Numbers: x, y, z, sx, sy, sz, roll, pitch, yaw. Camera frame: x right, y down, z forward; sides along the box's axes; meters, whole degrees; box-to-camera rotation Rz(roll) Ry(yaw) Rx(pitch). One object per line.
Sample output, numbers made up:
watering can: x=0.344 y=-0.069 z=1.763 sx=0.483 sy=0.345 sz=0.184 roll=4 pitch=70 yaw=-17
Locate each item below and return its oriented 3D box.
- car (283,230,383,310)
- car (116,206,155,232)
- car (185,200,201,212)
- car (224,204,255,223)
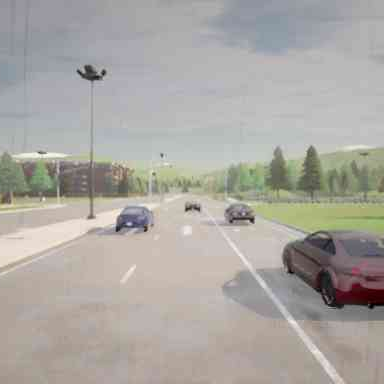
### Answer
car: x=3.599 y=1.579 z=7.950 sx=1.994 sy=1.385 sz=4.181 roll=0 pitch=0 yaw=0
car: x=-3.404 y=1.563 z=20.360 sx=1.812 sy=1.442 sz=4.674 roll=0 pitch=0 yaw=0
car: x=0.094 y=1.674 z=40.323 sx=1.895 sy=1.301 sz=4.718 roll=0 pitch=0 yaw=0
car: x=3.596 y=1.594 z=25.667 sx=2.033 sy=1.411 sz=5.357 roll=0 pitch=0 yaw=0
